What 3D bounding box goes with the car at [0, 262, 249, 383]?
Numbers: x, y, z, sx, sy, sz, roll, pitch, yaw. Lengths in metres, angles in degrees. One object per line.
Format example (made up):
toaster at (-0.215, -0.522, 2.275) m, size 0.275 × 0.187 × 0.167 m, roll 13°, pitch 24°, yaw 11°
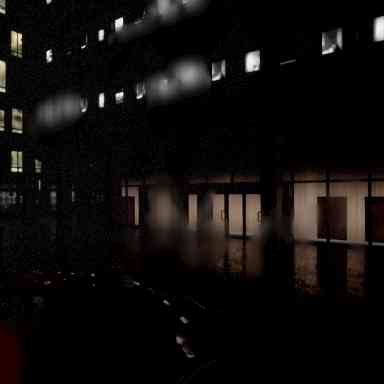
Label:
car at (-1.546, 1.545, 4.001) m, size 4.507 × 1.381 × 1.887 m, roll 0°, pitch 0°, yaw 36°
